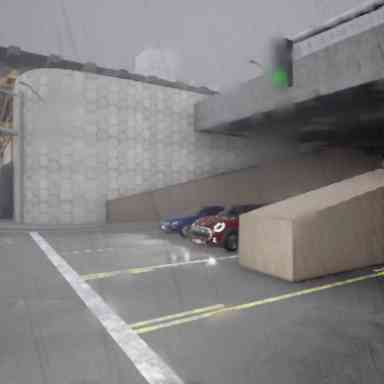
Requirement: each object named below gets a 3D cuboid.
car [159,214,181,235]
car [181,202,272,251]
[{"bbox_3d":[0.638,1.378,16.705,4.674,1.442,1.812,0,1,-32],"label":"car"},{"bbox_3d":[2.142,1.241,13.514,4.553,1.767,2.097,0,1,-32],"label":"car"}]
